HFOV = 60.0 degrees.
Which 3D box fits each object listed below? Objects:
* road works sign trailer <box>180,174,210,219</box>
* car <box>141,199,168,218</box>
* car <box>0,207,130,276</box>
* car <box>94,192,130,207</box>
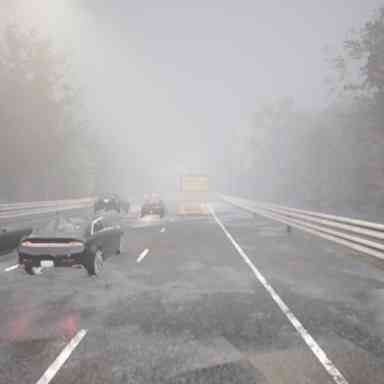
[{"bbox_3d":[0.236,0.332,27.705,2.380,3.560,2.880,0,0,2],"label":"road works sign trailer"},{"bbox_3d":[-3.144,1.356,28.437,2.128,1.511,4.902,0,0,1],"label":"car"},{"bbox_3d":[-3.357,1.445,10.167,2.128,1.511,4.902,0,0,0],"label":"car"},{"bbox_3d":[-6.638,0.874,28.087,2.097,1.767,4.553,3,-3,1],"label":"car"}]
